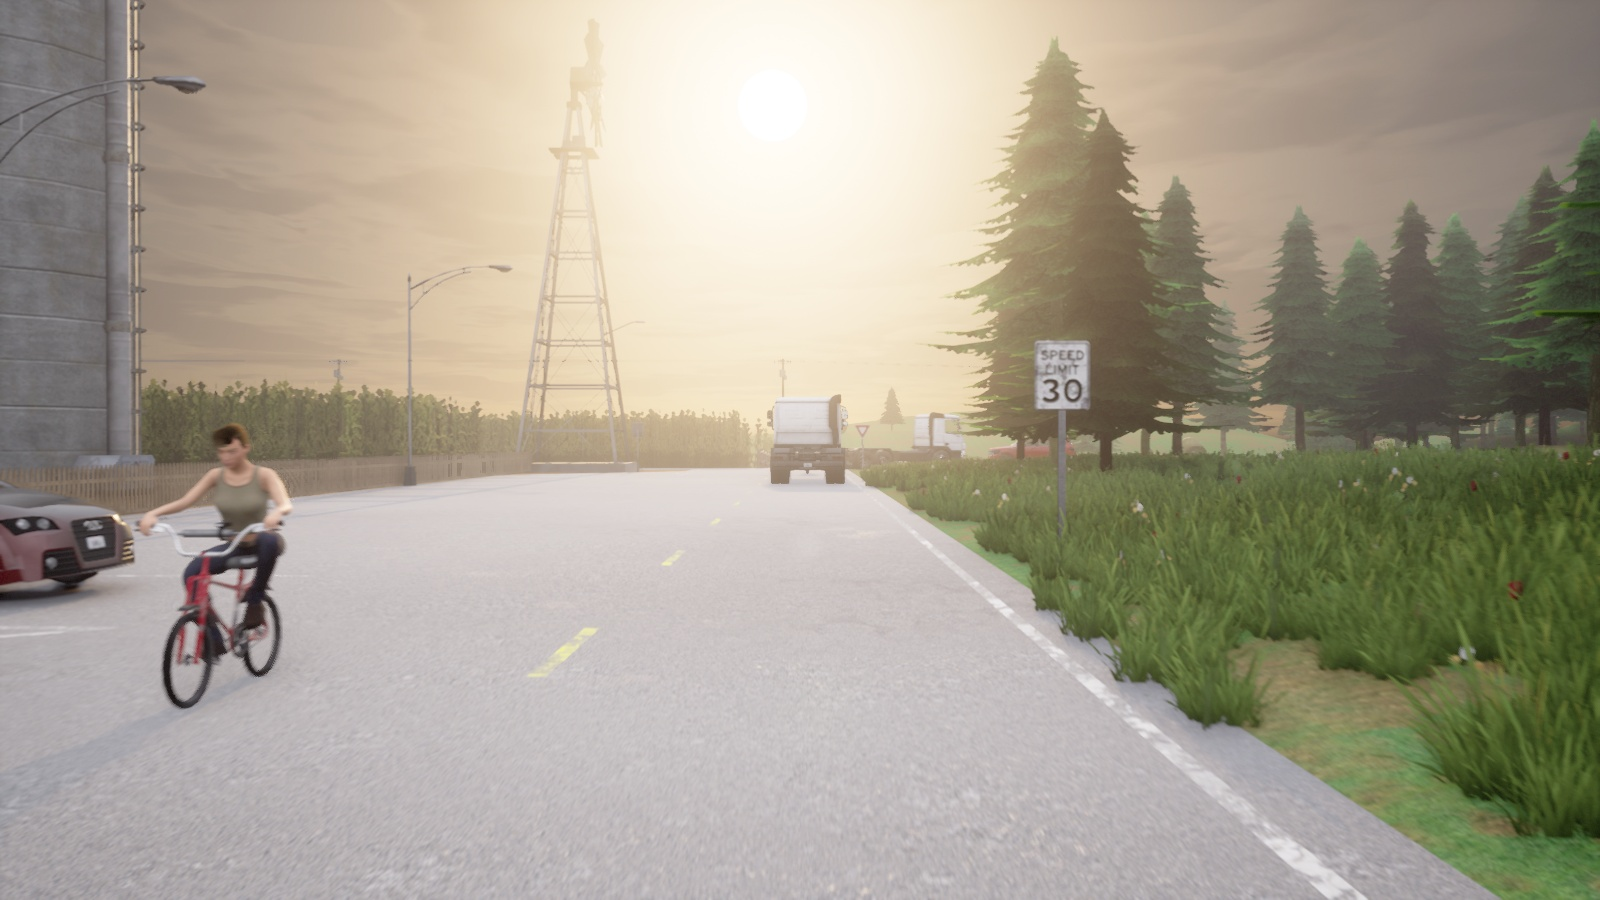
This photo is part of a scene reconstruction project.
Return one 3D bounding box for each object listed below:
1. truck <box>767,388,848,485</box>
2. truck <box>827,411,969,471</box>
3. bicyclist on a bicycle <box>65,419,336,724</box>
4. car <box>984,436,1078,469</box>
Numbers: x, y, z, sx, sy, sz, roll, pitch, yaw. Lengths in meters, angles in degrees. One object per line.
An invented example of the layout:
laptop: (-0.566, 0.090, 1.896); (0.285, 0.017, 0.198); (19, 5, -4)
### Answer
truck: (0.296, -0.512, 49.133); (2.891, 3.462, 7.936); (0, 0, 0)
truck: (5.865, -0.525, 74.933); (7.936, 3.462, 2.891); (0, 1, -22)
bicyclist on a bicycle: (-3.447, 0.639, 7.392); (0.866, 1.612, 1.509); (0, 0, 0)
car: (14.596, 0.169, 79.551); (5.566, 2.045, 2.150); (0, 0, 0)
